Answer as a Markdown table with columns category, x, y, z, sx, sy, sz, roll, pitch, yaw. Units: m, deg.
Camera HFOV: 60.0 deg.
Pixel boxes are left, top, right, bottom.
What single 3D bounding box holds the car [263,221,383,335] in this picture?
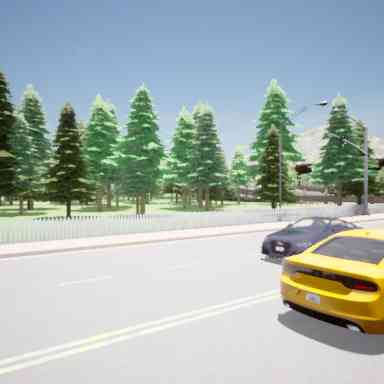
| category | x | y | z | sx | sy | sz | roll | pitch | yaw |
| --- | --- | --- | --- | --- | --- | --- | --- | --- | --- |
| car | 3.878 | 1.476 | 6.519 | 5.008 | 1.535 | 1.882 | 0 | 0 | -35 |

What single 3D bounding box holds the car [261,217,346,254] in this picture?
| category | x | y | z | sx | sy | sz | roll | pitch | yaw |
| --- | --- | --- | --- | --- | --- | --- | --- | --- | --- |
| car | 4.315 | 1.561 | 11.346 | 4.181 | 1.385 | 1.994 | 0 | 0 | -35 |
